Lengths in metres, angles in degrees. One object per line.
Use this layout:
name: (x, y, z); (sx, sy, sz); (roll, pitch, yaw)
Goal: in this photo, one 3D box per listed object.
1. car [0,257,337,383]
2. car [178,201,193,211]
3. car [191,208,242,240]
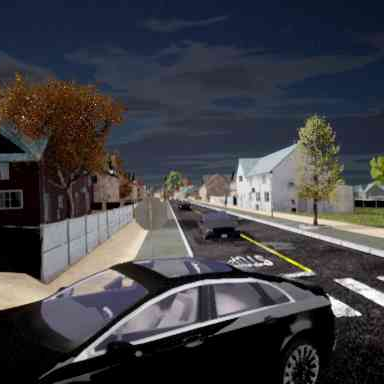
car: (-0.441, 1.558, 3.655); (4.902, 1.511, 2.128); (3, -2, -34)
car: (-1.055, 2.106, 49.290); (1.994, 1.385, 4.181); (-2, 0, -5)
car: (1.368, 1.783, 18.927); (2.033, 1.411, 5.357); (-2, 0, -5)
